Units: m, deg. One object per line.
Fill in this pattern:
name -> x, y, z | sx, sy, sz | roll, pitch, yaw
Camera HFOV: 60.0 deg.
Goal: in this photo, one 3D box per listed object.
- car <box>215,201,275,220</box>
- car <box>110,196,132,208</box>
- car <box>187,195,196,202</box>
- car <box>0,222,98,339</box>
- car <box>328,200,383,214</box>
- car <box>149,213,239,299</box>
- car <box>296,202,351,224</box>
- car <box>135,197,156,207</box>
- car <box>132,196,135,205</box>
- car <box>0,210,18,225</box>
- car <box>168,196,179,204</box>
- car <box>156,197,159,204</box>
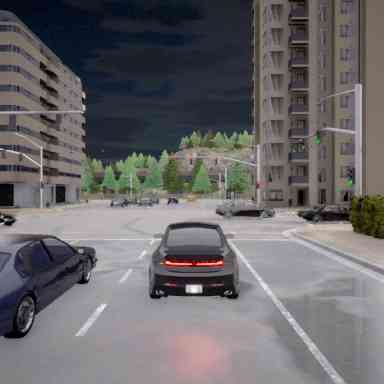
car -> 4.330, 1.491, 27.488 | 4.902, 1.511, 2.128 | 0, 0, 0
car -> -10.681, 1.491, 49.016 | 2.128, 1.511, 4.902 | 0, 0, 0
car -> -0.125, 1.478, 73.854 | 1.882, 1.535, 5.008 | 0, 0, 0
car -> -3.461, 1.547, 6.516 | 2.033, 1.411, 5.357 | 0, 0, 0
car -> 17.285, 1.547, 34.580 | 5.357, 1.411, 2.033 | 0, 0, 0
car -> 0.049, 1.505, 8.445 | 1.837, 1.490, 4.892 | 0, 0, 0
car -> 10.098, 1.601, 23.941 | 4.718, 1.301, 1.895 | 0, 0, 0
car -> -7.183, 1.526, 51.982 | 1.812, 1.442, 4.674 | 0, 0, -1
car -> -10.675, 1.505, 58.290 | 1.837, 1.490, 4.892 | 0, 0, 0
car -> -13.224, 1.601, 21.366 | 4.718, 1.301, 1.895 | 0, 0, 35
car -> -3.522, 1.504, 62.349 | 1.837, 1.490, 4.892 | 0, 0, 0
car -> -7.174, 1.564, 61.895 | 1.994, 1.385, 4.181 | 0, 0, 0
